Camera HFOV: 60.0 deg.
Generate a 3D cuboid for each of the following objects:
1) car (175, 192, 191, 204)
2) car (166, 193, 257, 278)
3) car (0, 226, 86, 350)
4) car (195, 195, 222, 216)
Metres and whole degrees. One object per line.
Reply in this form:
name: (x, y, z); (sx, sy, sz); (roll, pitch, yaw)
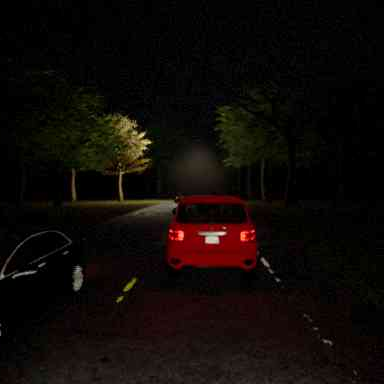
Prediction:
car: (-1.321, 0.865, 49.260); (2.097, 1.767, 4.553); (0, 0, 3)
car: (0.532, 1.084, 9.819); (2.150, 2.045, 5.566); (0, 1, 2)
car: (-3.363, 1.422, 5.638); (1.837, 1.490, 4.892); (0, 1, 3)
car: (1.377, 1.097, 28.784); (2.128, 1.511, 4.902); (0, 1, 2)
